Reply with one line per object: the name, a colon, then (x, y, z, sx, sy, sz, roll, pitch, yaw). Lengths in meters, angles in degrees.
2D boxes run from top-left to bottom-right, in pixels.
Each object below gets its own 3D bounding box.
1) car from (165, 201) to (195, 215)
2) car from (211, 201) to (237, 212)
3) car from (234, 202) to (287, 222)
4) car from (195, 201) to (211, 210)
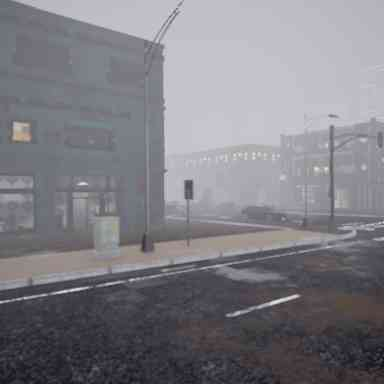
car: (-1.894, 1.841, 39.783, 1.967, 1.590, 4.097, -1, 0, -35)
car: (4.936, 1.897, 44.645, 1.802, 1.307, 4.206, -2, 0, -35)
car: (6.057, 1.809, 28.407, 1.947, 1.339, 4.313, -2, 0, -35)
car: (1.727, 1.959, 49.154, 1.802, 1.307, 4.206, -2, 0, -35)
